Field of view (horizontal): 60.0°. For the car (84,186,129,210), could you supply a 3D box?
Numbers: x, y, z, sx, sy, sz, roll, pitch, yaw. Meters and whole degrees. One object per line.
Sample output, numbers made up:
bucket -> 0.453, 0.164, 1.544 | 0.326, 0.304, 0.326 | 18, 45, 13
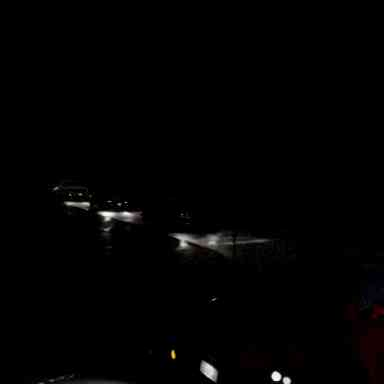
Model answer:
car -> -6.426, 0.523, 25.515 | 1.837, 1.490, 4.892 | 2, 1, -33

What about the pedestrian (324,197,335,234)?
pedestrian -> 6.918, 1.170, 16.834 | 0.375, 1.860, 0.375 | 5, -3, -33

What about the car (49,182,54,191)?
car -> -22.580, -0.954, 55.782 | 2.128, 1.511, 4.902 | 2, 1, -33

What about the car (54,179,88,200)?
car -> -12.265, -0.246, 34.394 | 2.150, 2.045, 5.566 | 2, 1, -34

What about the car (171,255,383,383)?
car -> 1.822, 1.610, 4.398 | 4.181, 1.385, 1.994 | 1, -1, -34

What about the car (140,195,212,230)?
car -> -0.927, 0.947, 17.213 | 1.882, 1.535, 5.008 | 2, 1, -34

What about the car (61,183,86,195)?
car -> -16.847, -0.473, 47.107 | 2.128, 1.511, 4.902 | 2, 1, -33
